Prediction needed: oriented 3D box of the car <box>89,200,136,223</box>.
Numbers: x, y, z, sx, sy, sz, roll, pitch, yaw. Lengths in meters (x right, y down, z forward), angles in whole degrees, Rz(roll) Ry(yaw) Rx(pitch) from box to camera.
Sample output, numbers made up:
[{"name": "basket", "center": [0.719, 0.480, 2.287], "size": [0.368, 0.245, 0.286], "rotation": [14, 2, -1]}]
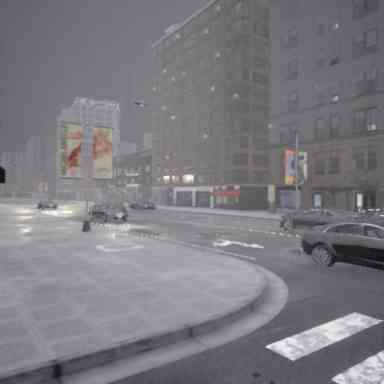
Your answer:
[{"name": "car", "center": [-6.819, 1.624, 27.009], "size": [2.128, 1.511, 4.902], "rotation": [0, 0, -35]}]

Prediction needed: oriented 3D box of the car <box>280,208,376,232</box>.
[{"name": "car", "center": [7.215, 1.643, 18.797], "size": [2.128, 1.511, 4.902], "rotation": [1, 0, -35]}]

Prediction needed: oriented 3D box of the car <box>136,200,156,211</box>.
[{"name": "car", "center": [-6.696, 1.783, 44.037], "size": [2.033, 1.411, 5.357], "rotation": [1, 0, -35]}]

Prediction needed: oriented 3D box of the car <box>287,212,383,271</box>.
[{"name": "car", "center": [5.522, 1.584, 9.596], "size": [2.128, 1.511, 4.902], "rotation": [1, 0, -35]}]

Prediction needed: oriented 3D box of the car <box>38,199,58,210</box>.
[{"name": "car", "center": [-19.706, 1.681, 45.345], "size": [2.128, 1.511, 4.902], "rotation": [1, -1, -35]}]

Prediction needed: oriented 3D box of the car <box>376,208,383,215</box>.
[{"name": "car", "center": [10.787, 1.664, 19.377], "size": [2.128, 1.511, 4.902], "rotation": [1, 0, -35]}]

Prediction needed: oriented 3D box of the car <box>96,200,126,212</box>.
[{"name": "car", "center": [-10.782, 1.766, 44.180], "size": [2.033, 1.411, 5.357], "rotation": [1, 0, -35]}]
